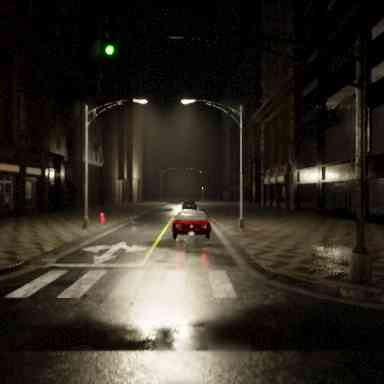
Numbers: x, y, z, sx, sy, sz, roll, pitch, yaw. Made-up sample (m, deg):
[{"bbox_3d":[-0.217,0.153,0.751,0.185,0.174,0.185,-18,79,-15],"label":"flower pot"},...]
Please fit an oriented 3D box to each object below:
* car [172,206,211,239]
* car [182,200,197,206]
[{"bbox_3d":[-0.051,1.678,17.958,1.895,1.301,4.718,0,0,-1],"label":"car"},{"bbox_3d":[-0.341,1.774,44.667,1.994,1.385,4.181,0,0,-1],"label":"car"}]
